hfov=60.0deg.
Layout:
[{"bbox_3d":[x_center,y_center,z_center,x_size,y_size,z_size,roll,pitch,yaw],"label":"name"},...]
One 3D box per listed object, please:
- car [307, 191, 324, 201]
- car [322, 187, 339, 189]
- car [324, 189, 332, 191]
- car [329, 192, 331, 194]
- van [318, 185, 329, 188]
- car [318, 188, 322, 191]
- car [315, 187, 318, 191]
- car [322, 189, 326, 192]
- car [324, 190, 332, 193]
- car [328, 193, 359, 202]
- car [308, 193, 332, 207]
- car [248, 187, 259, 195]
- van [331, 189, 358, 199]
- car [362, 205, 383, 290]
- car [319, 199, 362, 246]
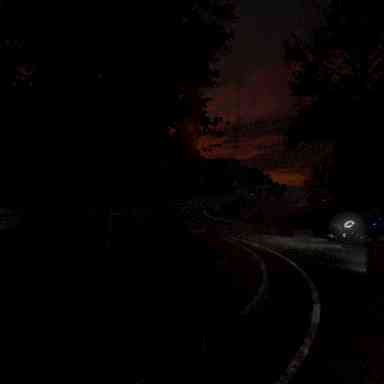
[{"bbox_3d":[20.718,1.078,56.394,1.994,1.385,4.181,1,2,17],"label":"car"},{"bbox_3d":[29.395,0.519,67.592,4.553,1.767,2.185,1,2,17],"label":"car"},{"bbox_3d":[27.775,0.823,62.290,4.892,1.521,2.231,1,2,17],"label":"car"},{"bbox_3d":[25.433,1.120,54.305,4.792,1.488,2.163,1,2,17],"label":"car"},{"bbox_3d":[32.645,0.067,78.200,4.442,1.987,1.878,1,2,17],"label":"van"},{"bbox_3d":[30.943,0.467,72.924,5.008,1.535,2.097,1,2,17],"label":"car"},{"bbox_3d":[34.088,0.145,83.567,4.792,1.488,2.163,1,2,17],"label":"car"},{"bbox_3d":[28.578,0.732,64.945,5.008,1.535,2.097,1,2,17],"label":"car"},{"bbox_3d":[26.019,0.994,57.026,5.366,1.575,1.946,1,2,17],"label":"car"},{"bbox_3d":[27.016,0.941,59.623,4.792,1.488,2.163,1,2,17],"label":"car"},{"bbox_3d":[17.814,1.277,46.652,1.837,1.490,4.892,1,1,13],"label":"car"},{"bbox_3d":[16.044,-0.102,88.841,2.033,1.411,5.357,1,2,17],"label":"car"},{"bbox_3d":[24.502,0.952,51.681,4.442,1.987,1.878,1,2,17],"label":"van"},{"bbox_3d":[4.940,1.337,6.627,2.097,1.767,4.553,1,0,20],"label":"car"},{"bbox_3d":[8.330,1.326,14.435,4.553,1.767,2.097,0,0,0],"label":"car"}]
